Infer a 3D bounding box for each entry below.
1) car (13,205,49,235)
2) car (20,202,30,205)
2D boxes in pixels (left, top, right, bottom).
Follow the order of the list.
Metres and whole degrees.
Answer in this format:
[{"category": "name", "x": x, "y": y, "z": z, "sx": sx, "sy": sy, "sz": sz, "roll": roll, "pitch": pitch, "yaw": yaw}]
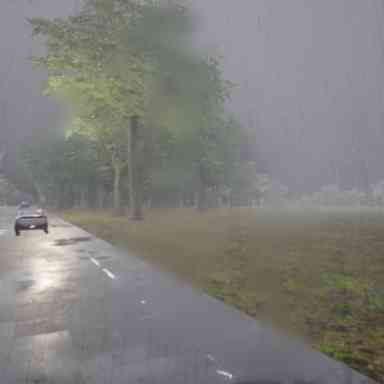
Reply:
[{"category": "car", "x": -10.551, "y": 1.880, "z": 21.840, "sx": 2.128, "sy": 1.511, "sz": 4.902, "roll": 0, "pitch": -1, "yaw": -27}, {"category": "car", "x": -37.723, "y": 2.957, "z": 75.252, "sx": 1.882, "sy": 1.535, "sz": 5.008, "roll": 0, "pitch": -1, "yaw": -27}]
